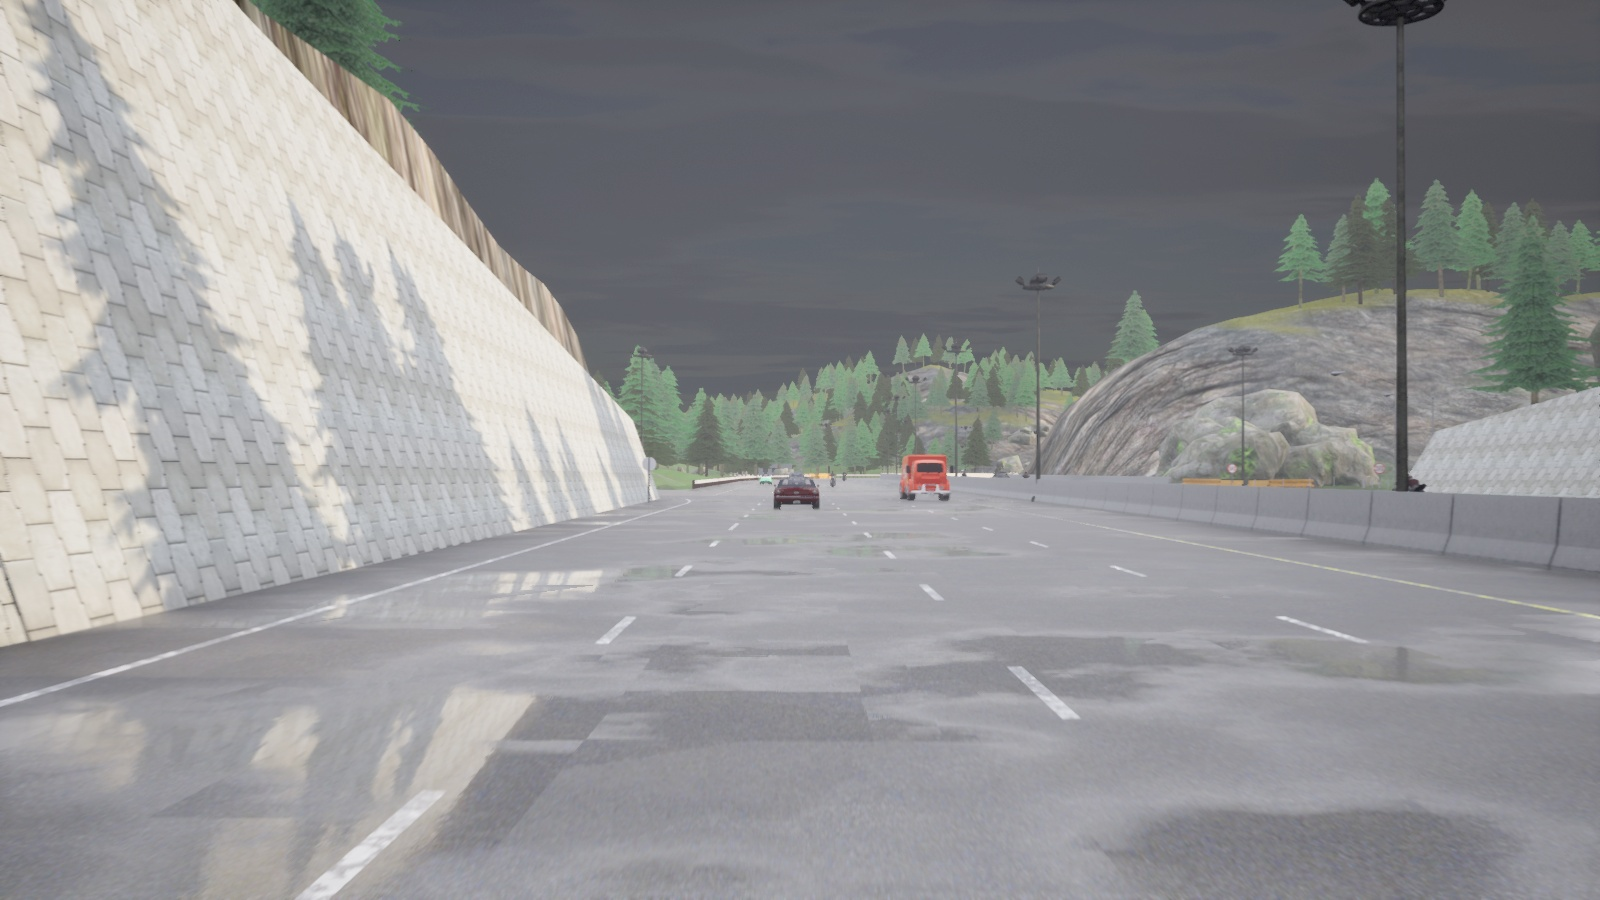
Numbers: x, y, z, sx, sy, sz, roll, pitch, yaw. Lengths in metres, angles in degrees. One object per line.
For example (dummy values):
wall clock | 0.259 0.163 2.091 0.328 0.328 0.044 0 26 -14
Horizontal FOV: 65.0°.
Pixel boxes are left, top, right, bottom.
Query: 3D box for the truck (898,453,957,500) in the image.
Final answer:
truck | 6.833 1.443 67.970 2.627 2.467 5.204 0 -1 0

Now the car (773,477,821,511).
car | -0.125 1.778 51.501 1.895 1.301 4.718 0 -1 0
